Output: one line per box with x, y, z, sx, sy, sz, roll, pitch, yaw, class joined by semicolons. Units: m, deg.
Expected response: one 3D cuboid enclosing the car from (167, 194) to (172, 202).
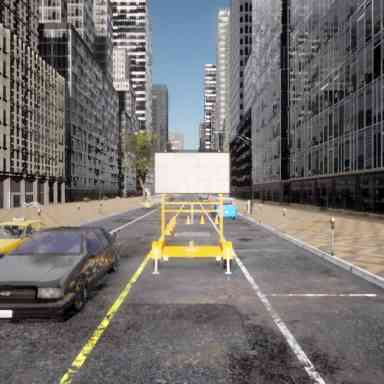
-5.647;1.562;67.505;2.008;1.369;4.403;0;0;0;car

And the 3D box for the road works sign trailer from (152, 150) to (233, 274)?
0.006;0.465;10.558;2.380;3.560;2.880;0;0;0;road works sign trailer

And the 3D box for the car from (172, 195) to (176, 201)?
-5.640;1.329;78.841;2.192;1.841;5.009;0;0;0;car

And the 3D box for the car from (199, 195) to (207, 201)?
2.745;1.561;84.502;1.887;1.381;4.507;0;0;0;car

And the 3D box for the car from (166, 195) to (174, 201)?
-5.636;1.541;84.339;1.752;1.417;4.829;0;0;0;car

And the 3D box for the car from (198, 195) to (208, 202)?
2.737;1.564;73.166;2.008;1.369;4.403;0;0;0;car

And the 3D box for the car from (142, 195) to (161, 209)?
-5.663;1.531;44.663;1.752;1.417;4.829;0;0;0;car

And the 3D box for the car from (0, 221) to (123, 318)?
-2.996;1.547;7.943;2.033;1.411;5.357;0;0;0;car

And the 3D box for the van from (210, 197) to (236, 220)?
2.706;1.344;27.822;1.690;1.788;3.998;0;0;0;van

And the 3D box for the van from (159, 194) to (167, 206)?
-5.655;1.350;56.169;1.690;1.788;3.998;0;0;0;van

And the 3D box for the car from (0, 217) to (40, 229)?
-5.686;1.526;10.656;1.752;1.417;4.829;0;0;0;car

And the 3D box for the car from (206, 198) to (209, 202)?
2.710;1.529;33.660;1.752;1.417;4.829;0;0;0;car
